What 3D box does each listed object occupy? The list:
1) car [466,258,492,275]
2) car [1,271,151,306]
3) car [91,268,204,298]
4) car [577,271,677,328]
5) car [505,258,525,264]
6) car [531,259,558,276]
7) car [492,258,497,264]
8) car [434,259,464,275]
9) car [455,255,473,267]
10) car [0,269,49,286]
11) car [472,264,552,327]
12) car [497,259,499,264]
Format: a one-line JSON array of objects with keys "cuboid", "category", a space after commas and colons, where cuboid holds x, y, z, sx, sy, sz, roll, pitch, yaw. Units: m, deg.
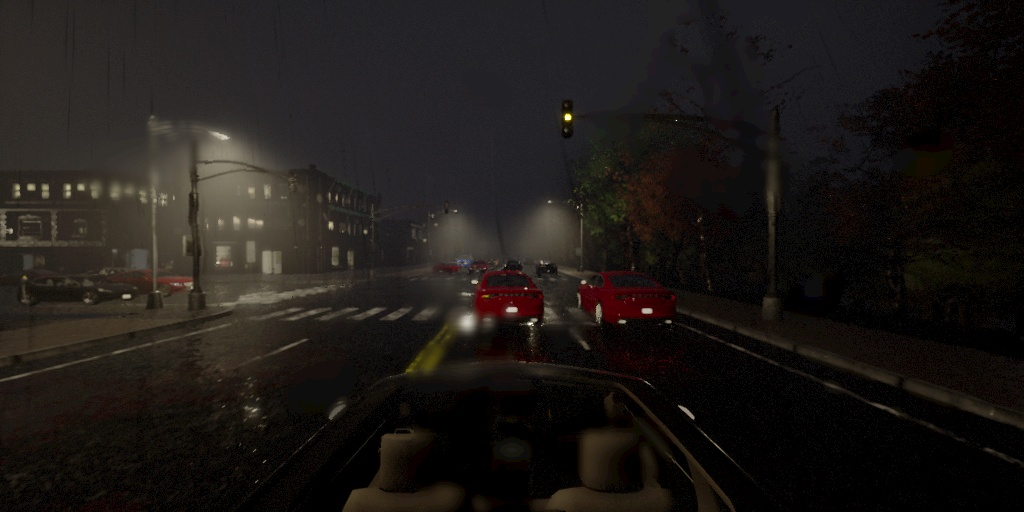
[{"cuboid": [-3.353, 1.175, 37.089, 1.812, 1.442, 4.674, 0, 0, 0], "category": "car"}, {"cuboid": [-19.952, 1.524, 16.557, 4.313, 1.339, 1.948, 0, 0, 0], "category": "car"}, {"cuboid": [-19.336, 1.443, 19.254, 4.674, 1.442, 1.812, -1, 1, 1], "category": "car"}, {"cuboid": [3.349, 1.202, 11.362, 1.882, 1.535, 5.008, 0, 0, 0], "category": "car"}, {"cuboid": [0.089, 1.159, 35.548, 1.837, 1.490, 4.892, 0, 0, 0], "category": "car"}, {"cuboid": [3.339, 1.146, 35.279, 2.128, 1.511, 4.902, 0, 0, 0], "category": "car"}, {"cuboid": [-3.343, 1.114, 48.361, 1.837, 1.490, 4.892, 0, 2, 0], "category": "car"}, {"cuboid": [-6.603, 1.250, 36.875, 1.895, 1.301, 4.718, 0, 0, 3], "category": "car"}, {"cuboid": [-6.582, 0.826, 50.055, 2.150, 2.045, 5.566, 0, 1, 0], "category": "car"}, {"cuboid": [-33.824, 1.590, 25.072, 4.207, 1.307, 1.802, 0, 0, 0], "category": "car"}, {"cuboid": [-0.263, 1.201, 11.529, 1.882, 1.535, 5.008, 0, 0, -6], "category": "car"}, {"cuboid": [-3.307, 1.048, 63.632, 1.882, 1.535, 5.008, 0, 1, 1], "category": "car"}]
